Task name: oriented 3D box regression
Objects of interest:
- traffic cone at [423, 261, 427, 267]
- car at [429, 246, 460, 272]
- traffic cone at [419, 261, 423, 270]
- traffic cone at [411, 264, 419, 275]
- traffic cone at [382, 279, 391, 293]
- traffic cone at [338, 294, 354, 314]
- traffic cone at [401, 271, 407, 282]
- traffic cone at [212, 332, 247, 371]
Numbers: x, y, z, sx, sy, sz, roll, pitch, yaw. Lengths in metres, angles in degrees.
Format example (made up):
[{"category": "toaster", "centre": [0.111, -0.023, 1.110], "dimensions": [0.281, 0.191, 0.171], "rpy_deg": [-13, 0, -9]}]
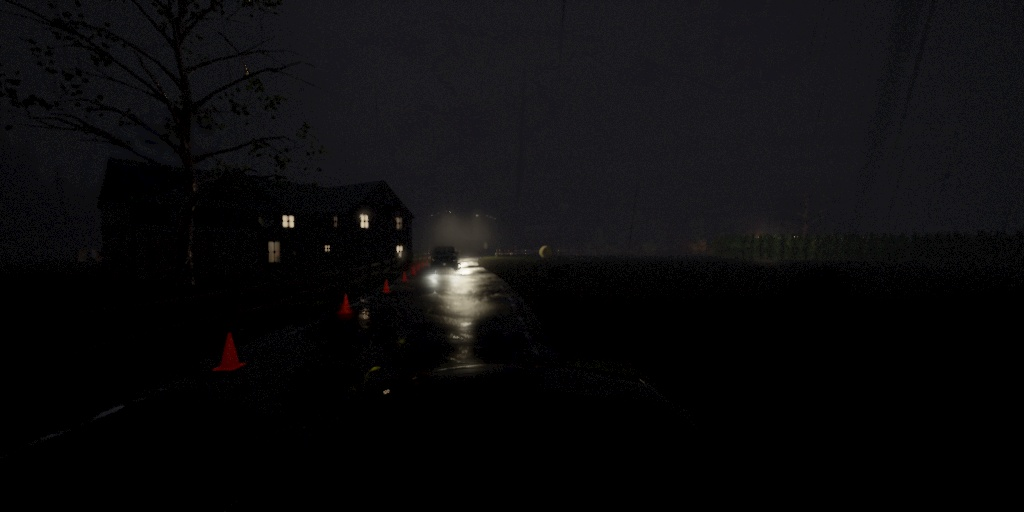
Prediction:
[{"category": "traffic cone", "centre": [-8.861, 0.759, 35.437], "dimensions": [0.340, 0.580, 0.340], "rpy_deg": [0, 0, -9]}, {"category": "car", "centre": [-5.565, 0.184, 29.601], "dimensions": [2.150, 2.045, 5.566], "rpy_deg": [0, 2, -11]}, {"category": "traffic cone", "centre": [-7.968, 0.898, 30.434], "dimensions": [0.340, 0.580, 0.340], "rpy_deg": [0, 0, -11]}, {"category": "traffic cone", "centre": [-7.003, 1.034, 25.559], "dimensions": [0.340, 0.580, 0.340], "rpy_deg": [0, 0, -10]}, {"category": "traffic cone", "centre": [-5.548, 1.306, 15.838], "dimensions": [0.340, 0.580, 0.340], "rpy_deg": [0, 0, -7]}, {"category": "traffic cone", "centre": [-5.066, 1.444, 10.948], "dimensions": [0.340, 0.580, 0.340], "rpy_deg": [0, 0, -5]}, {"category": "traffic cone", "centre": [-6.194, 1.169, 20.711], "dimensions": [0.340, 0.580, 0.340], "rpy_deg": [0, 0, -9]}, {"category": "traffic cone", "centre": [-4.749, 1.582, 6.043], "dimensions": [0.340, 0.580, 0.340], "rpy_deg": [0, 0, -3]}]
